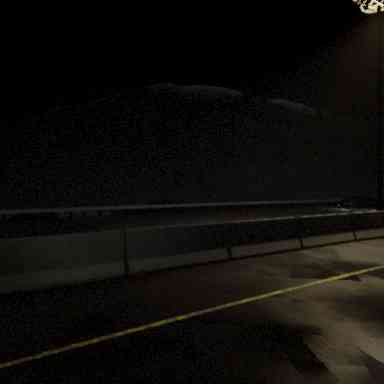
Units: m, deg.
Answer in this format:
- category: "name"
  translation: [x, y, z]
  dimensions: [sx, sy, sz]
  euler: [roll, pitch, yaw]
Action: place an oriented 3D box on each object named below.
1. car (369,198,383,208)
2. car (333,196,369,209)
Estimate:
- category: "car"
  translation: [21.809, 1.031, 35.493]
  dimensions: [5.008, 1.535, 1.882]
  euler: [-1, 0, -22]
- category: "car"
  translation: [18.759, 1.111, 38.050]
  dimensions: [5.357, 1.411, 2.033]
  euler: [-1, 0, -23]
